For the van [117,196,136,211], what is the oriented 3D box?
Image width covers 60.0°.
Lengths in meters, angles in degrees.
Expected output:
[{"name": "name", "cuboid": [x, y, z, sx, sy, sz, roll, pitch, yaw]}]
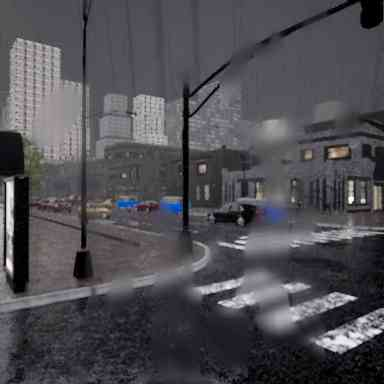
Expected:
[{"name": "van", "cuboid": [-8.242, 1.426, 42.567, 1.690, 1.788, 3.998, 0, 0, -36]}]

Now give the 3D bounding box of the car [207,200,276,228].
[{"name": "car", "cuboid": [3.002, 1.517, 22.568, 1.837, 1.490, 4.892, 0, -1, -36]}]

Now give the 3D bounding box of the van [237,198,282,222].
[{"name": "van", "cuboid": [4.764, 1.362, 24.715, 1.690, 1.788, 3.998, 0, 0, -36]}]

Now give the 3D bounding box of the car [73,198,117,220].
[{"name": "car", "cuboid": [-8.423, 1.534, 28.583, 1.752, 1.417, 4.829, 0, 0, -36]}]

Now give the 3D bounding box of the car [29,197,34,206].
[{"name": "car", "cuboid": [-24.780, 1.643, 51.035, 1.887, 1.381, 4.507, 0, 0, -36]}]

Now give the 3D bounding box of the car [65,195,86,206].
[{"name": "car", "cuboid": [-21.248, 1.475, 60.420, 2.192, 1.841, 5.009, 0, 0, -36]}]

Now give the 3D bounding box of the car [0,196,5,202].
[{"name": "car", "cuboid": [-47.540, 1.694, 82.276, 1.967, 1.590, 4.097, 0, 0, -36]}]

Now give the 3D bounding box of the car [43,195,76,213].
[{"name": "car", "cuboid": [-15.027, 1.483, 37.648, 1.967, 1.590, 4.097, 0, 0, -36]}]

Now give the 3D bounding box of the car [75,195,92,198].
[{"name": "car", "cuboid": [-17.997, 1.455, 55.957, 2.192, 1.841, 5.009, 0, 0, -36]}]

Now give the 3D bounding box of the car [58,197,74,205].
[{"name": "car", "cuboid": [-24.599, 1.707, 65.019, 1.752, 1.417, 4.829, 0, 0, -36]}]

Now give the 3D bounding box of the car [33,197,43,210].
[{"name": "car", "cuboid": [-18.278, 1.606, 42.110, 1.887, 1.381, 4.507, 0, 0, -36]}]

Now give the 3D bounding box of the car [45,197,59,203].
[{"name": "car", "cuboid": [-31.002, 1.770, 73.807, 1.887, 1.381, 4.507, 0, 0, -36]}]

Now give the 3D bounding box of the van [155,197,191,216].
[{"name": "van", "cuboid": [-1.739, 1.392, 33.641, 1.690, 1.788, 3.998, 0, 0, -36]}]

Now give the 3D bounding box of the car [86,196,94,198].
[{"name": "car", "cuboid": [-14.744, 1.687, 51.492, 1.947, 1.339, 4.313, 0, 0, -36]}]

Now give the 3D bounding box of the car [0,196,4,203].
[{"name": "car", "cuboid": [-41.037, 1.772, 73.349, 1.947, 1.339, 4.313, 0, 0, -36]}]

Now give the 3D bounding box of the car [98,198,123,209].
[{"name": "car", "cuboid": [-11.594, 1.629, 47.167, 1.752, 1.417, 4.829, 0, 0, -36]}]

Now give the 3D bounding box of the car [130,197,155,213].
[{"name": "car", "cuboid": [-4.990, 1.612, 38.103, 1.887, 1.381, 4.507, 0, 0, -36]}]
